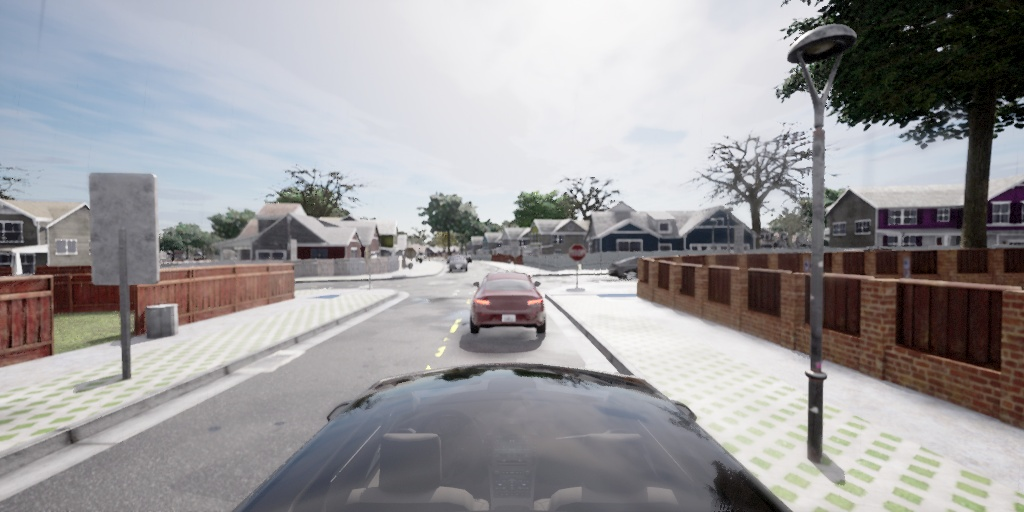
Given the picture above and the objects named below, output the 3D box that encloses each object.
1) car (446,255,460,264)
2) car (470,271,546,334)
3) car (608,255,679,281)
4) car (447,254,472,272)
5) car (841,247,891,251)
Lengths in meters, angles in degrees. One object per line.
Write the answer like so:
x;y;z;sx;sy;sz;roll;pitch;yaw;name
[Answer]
-10.122;0.602;61.448;2.128;1.511;4.902;0;0;-13;car
-0.133;1.153;10.059;1.812;1.442;4.674;0;1;-2;car
8.382;0.766;21.823;4.892;1.490;1.837;-1;0;0;car
-5.471;0.816;36.826;2.128;1.511;4.902;0;1;-8;car
22.602;0.257;23.650;4.553;1.767;2.097;-1;1;7;car
